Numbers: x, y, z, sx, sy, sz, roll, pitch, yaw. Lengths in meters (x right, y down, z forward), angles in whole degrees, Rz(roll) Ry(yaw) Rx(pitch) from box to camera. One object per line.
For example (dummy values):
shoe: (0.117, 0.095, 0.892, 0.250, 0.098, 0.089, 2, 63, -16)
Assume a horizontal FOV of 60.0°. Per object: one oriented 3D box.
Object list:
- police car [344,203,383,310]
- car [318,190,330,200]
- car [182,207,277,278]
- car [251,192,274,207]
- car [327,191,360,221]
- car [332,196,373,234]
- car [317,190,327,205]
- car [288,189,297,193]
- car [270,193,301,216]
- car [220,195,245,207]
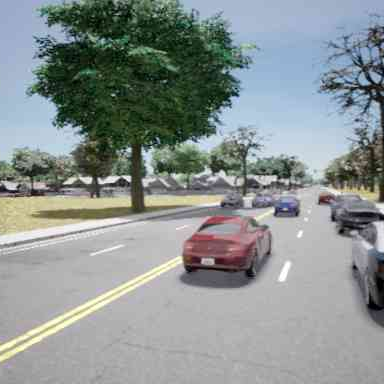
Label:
police car: (4.606, 1.259, 7.176, 1.930, 1.638, 5.238, -1, 1, 21)
car: (22.830, 0.450, 57.480, 1.882, 1.535, 5.008, -1, 1, 21)
car: (1.184, 1.387, 9.766, 1.812, 1.442, 4.674, -1, 1, 21)
car: (8.023, 0.788, 37.271, 2.097, 1.767, 4.553, -1, 1, 21)
car: (10.276, 0.918, 21.985, 2.097, 1.767, 4.553, -1, 1, 21)
car: (8.144, 1.172, 16.412, 1.837, 1.490, 4.892, -1, 1, 21)
car: (16.564, 0.731, 41.087, 1.882, 1.535, 5.008, -1, 1, 21)
car: (22.924, 0.024, 75.907, 1.812, 1.442, 4.674, -1, 1, 21)
car: (7.761, 1.079, 26.938, 1.812, 1.442, 4.674, -1, 1, 21)
car: (4.625, 1.038, 37.485, 2.033, 1.411, 5.357, -1, 1, 21)
